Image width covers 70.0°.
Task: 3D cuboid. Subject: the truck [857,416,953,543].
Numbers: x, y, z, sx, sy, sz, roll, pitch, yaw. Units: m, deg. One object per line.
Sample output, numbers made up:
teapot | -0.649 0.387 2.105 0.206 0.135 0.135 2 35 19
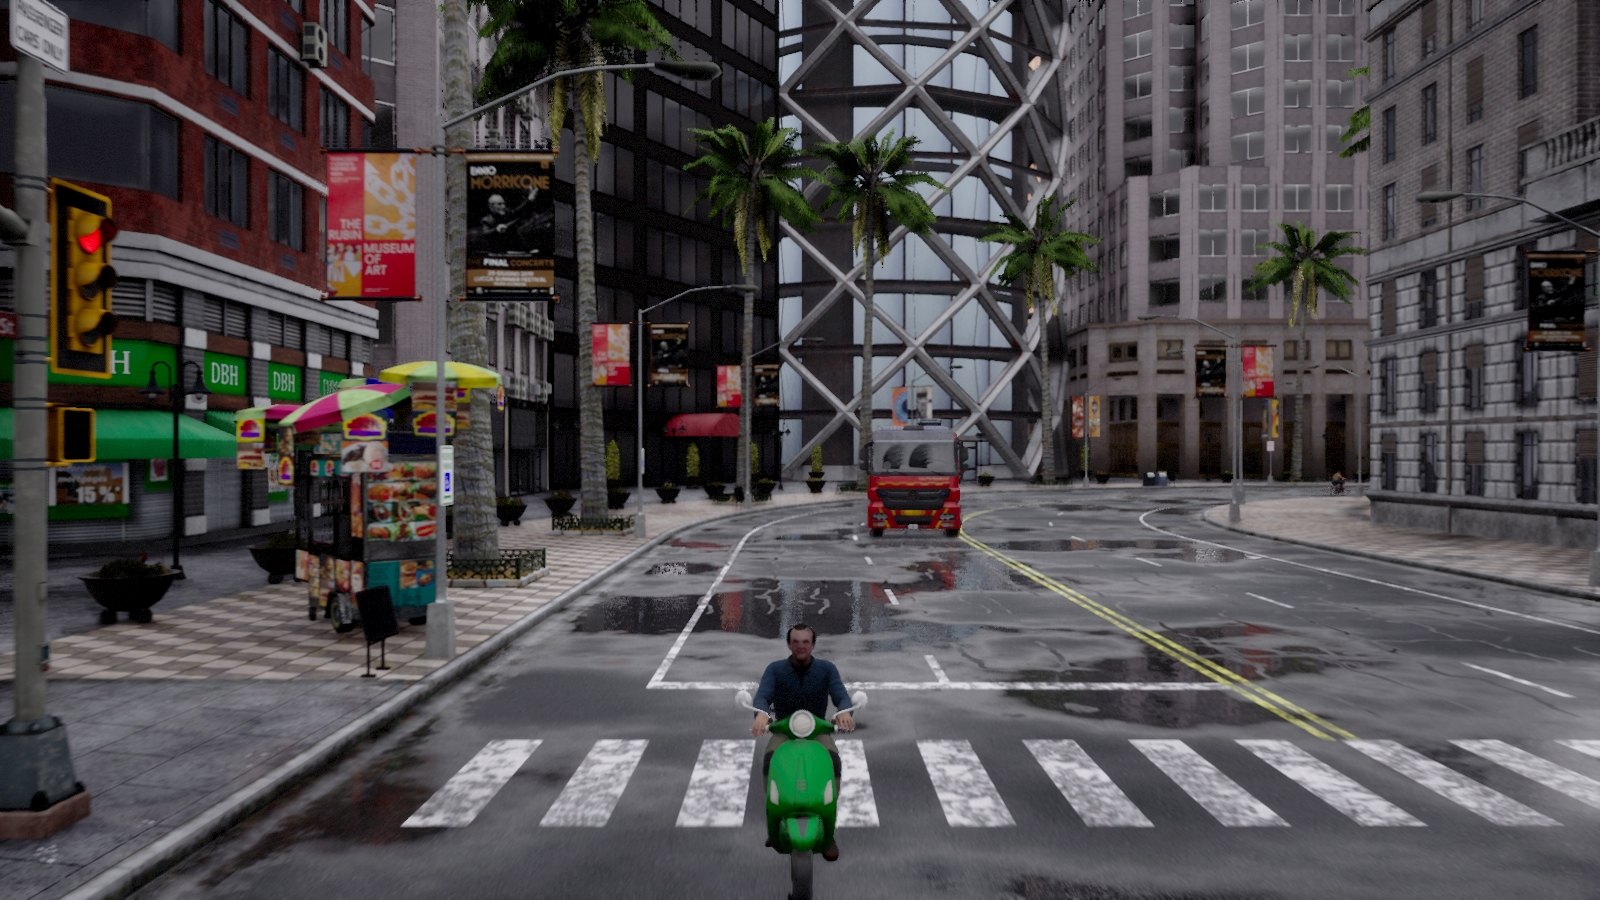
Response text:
truck | 3.715 0.890 38.948 2.891 3.827 8.468 0 0 7

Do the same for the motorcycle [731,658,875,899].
motorcycle | 0.017 2.182 7.677 0.856 1.236 1.805 0 0 0
